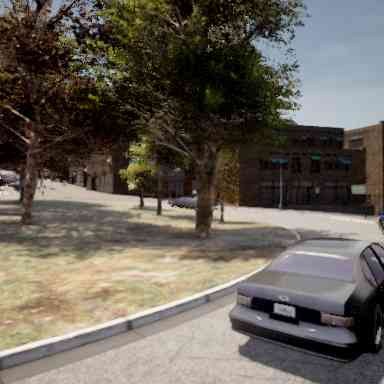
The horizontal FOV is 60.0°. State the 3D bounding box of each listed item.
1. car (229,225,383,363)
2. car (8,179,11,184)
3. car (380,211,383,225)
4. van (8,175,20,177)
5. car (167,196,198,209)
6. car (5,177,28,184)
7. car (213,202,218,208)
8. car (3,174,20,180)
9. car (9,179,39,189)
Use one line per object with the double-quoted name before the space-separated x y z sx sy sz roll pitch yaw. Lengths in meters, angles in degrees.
"car" 2.754 1.575 6.275 2.033 1.411 5.357 -1 0 38
"car" -35.847 -1.500 71.200 2.002 1.452 4.674 7 5 37
"car" 10.683 1.269 15.711 2.150 2.045 5.566 0 0 16
"van" -39.047 -2.301 76.380 1.878 1.987 4.442 6 5 37
"car" -0.604 1.300 40.867 5.357 1.411 2.033 4 2 41
"car" -37.599 -1.806 73.599 1.946 1.575 5.366 7 5 37
"car" 1.099 1.233 43.472 4.902 1.511 2.128 3 2 41
"car" -40.768 -2.590 78.809 2.435 2.045 5.566 7 5 37
"car" -34.215 -1.272 68.642 2.231 1.521 4.892 6 5 37
